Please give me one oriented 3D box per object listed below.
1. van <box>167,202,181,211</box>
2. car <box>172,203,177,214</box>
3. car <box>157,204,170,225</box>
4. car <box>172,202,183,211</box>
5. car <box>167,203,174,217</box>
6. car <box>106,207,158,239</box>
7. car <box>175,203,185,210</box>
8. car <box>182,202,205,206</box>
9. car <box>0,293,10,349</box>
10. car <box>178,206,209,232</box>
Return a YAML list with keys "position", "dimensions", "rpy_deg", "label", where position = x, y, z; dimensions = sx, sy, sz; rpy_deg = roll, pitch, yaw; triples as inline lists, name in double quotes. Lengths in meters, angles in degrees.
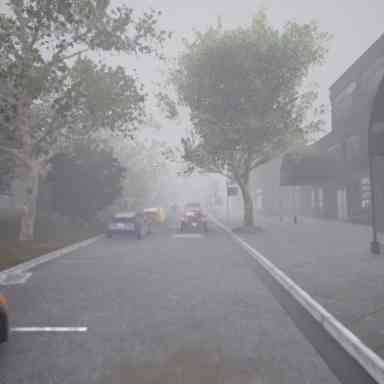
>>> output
- position: [-3.495, 2.742, 58.594]
  dimensions: [1.878, 1.987, 4.442]
  rpy_deg: [1, -1, 2]
  label: "van"
- position: [-3.553, 2.517, 41.789]
  dimensions: [2.163, 1.488, 4.792]
  rpy_deg: [0, -1, 2]
  label: "car"
- position: [-3.568, 2.148, 30.627]
  dimensions: [2.097, 1.535, 5.008]
  rpy_deg: [1, -2, 2]
  label: "car"
- position: [-3.233, 3.271, 75.547]
  dimensions: [2.185, 1.767, 4.553]
  rpy_deg: [-1, -1, 2]
  label: "car"
- position: [-3.563, 2.317, 36.186]
  dimensions: [2.097, 1.535, 5.008]
  rpy_deg: [0, -1, 2]
  label: "car"
- position: [-3.591, 1.841, 19.522]
  dimensions: [2.163, 1.488, 4.792]
  rpy_deg: [1, -2, 2]
  label: "car"
- position: [-2.979, 3.535, 81.244]
  dimensions: [2.097, 1.535, 5.008]
  rpy_deg: [0, -2, 2]
  label: "car"
- position: [0.191, 2.169, 39.801]
  dimensions: [2.150, 2.045, 5.566]
  rpy_deg: [0, -2, 0]
  label: "car"
- position: [-3.648, 1.365, 2.789]
  dimensions: [2.185, 1.767, 4.553]
  rpy_deg: [0, 0, 2]
  label: "car"
- position: [0.155, 1.984, 23.705]
  dimensions: [1.812, 1.442, 4.674]
  rpy_deg: [0, -2, 0]
  label: "car"
